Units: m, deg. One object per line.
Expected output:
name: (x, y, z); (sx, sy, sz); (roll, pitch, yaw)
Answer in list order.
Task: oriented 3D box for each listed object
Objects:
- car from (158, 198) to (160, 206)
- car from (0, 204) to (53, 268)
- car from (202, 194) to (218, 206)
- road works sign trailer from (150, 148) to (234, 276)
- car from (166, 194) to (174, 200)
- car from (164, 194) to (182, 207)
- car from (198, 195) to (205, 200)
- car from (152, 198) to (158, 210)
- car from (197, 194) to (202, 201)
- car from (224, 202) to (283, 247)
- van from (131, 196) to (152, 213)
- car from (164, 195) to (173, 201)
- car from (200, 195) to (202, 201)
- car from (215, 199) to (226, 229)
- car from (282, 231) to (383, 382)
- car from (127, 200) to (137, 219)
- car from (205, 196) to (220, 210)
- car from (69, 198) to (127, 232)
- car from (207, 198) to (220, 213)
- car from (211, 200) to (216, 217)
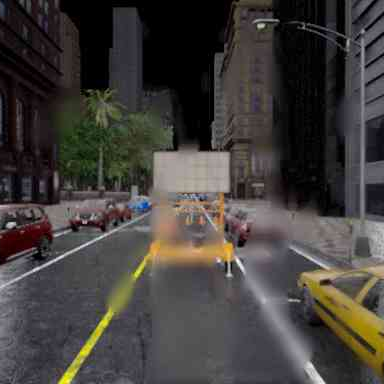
car: (-5.818, 1.578, 52.989); (1.802, 1.307, 4.206); (0, 0, 0)
car: (-5.775, 1.312, 9.580); (2.192, 1.841, 5.009); (0, 0, 0)
car: (2.717, 1.313, 42.129); (2.192, 1.841, 5.009); (0, 0, 0)
road works sign trailer: (-0.009, 0.461, 10.275); (2.380, 3.560, 2.880); (0, 0, 0)
car: (-5.855, 1.419, 90.268); (1.967, 1.590, 4.097); (0, 0, 0)
car: (-3.069, 1.223, 51.992); (2.150, 2.045, 5.566); (0, 0, 0)
car: (2.671, 1.504, 90.427); (1.752, 1.417, 4.829); (0, 0, 0)
car: (-5.807, 1.437, 42.137); (1.967, 1.590, 4.097); (0, 0, 0)
car: (2.682, 1.551, 79.416); (1.947, 1.339, 4.313); (0, 0, 0)
car: (2.745, 1.436, 15.004); (1.967, 1.590, 4.097); (0, 0, 0)
van: (-5.802, 1.338, 36.710); (1.690, 1.788, 3.998); (0, 0, 0)
car: (-5.849, 1.533, 84.848); (2.008, 1.369, 4.403); (0, 0, 0)
car: (2.708, 1.562, 52.980); (1.947, 1.339, 4.313); (0, 0, 0)
car: (2.739, 1.436, 20.429); (1.967, 1.590, 4.097); (0, 0, 0)
car: (2.756, 1.524, 4.324); (1.752, 1.417, 4.829); (0, 0, 0)
car: (-5.791, 1.541, 25.858); (1.887, 1.381, 4.507); (0, 0, 0)
car: (2.724, 1.523, 36.874); (1.752, 1.417, 4.829); (0, 0, 0)
car: (-5.786, 1.311, 20.432); (2.192, 1.841, 5.009); (0, 0, 0)
car: (2.729, 1.548, 31.279); (2.008, 1.369, 4.403); (0, 0, 0)
car: (2.733, 1.541, 25.854); (1.887, 1.381, 4.507); (0, 0, 0)
